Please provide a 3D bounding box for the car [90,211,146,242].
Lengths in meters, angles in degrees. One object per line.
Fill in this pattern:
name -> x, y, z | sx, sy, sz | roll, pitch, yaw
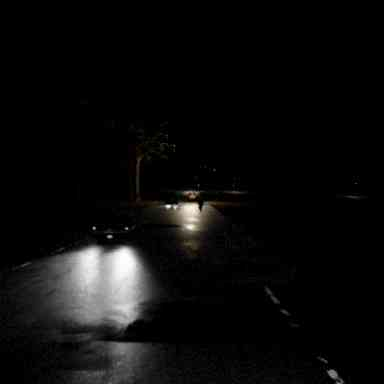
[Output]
car -> -3.586, 1.662, 16.798 | 1.895, 1.301, 4.718 | 0, 0, 0

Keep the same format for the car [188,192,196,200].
car -> 0.045, 0.979, 93.243 | 2.150, 2.045, 5.566 | 0, 1, 0

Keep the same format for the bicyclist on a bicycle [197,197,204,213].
bicyclist on a bicycle -> 0.981, 1.490, 35.646 | 0.659, 1.776, 1.843 | 0, 0, 0

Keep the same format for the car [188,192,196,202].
car -> 0.037, 1.480, 75.913 | 2.128, 1.511, 4.902 | 0, 1, 0

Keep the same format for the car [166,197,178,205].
car -> -3.495, 1.648, 58.992 | 1.994, 1.385, 4.181 | 0, 0, 1

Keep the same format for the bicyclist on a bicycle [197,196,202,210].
bicyclist on a bicycle -> 0.985, 1.502, 44.646 | 0.659, 1.776, 1.843 | 0, 0, 0
